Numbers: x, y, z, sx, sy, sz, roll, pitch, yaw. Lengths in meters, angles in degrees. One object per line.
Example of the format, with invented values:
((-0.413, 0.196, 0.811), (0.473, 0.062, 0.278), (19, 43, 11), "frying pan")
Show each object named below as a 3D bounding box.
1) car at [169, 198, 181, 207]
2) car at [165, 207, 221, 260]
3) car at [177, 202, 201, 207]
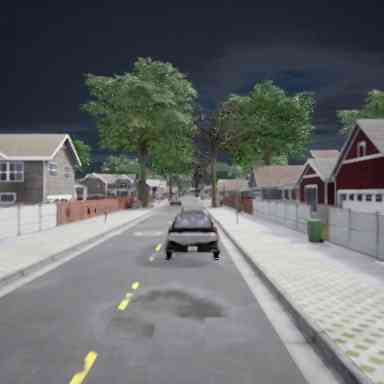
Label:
((-2.831, 1.702, 57.596), (1.882, 1.535, 5.008), (0, 0, 1), "car")
((0.039, 1.536, 12.633), (2.128, 1.511, 4.902), (0, 0, 0), "car")
((0.024, 1.701, 27.033), (1.895, 1.301, 4.718), (0, 0, 1), "car")
